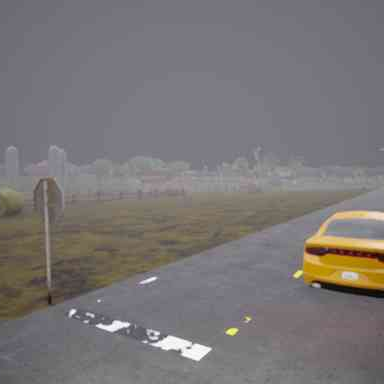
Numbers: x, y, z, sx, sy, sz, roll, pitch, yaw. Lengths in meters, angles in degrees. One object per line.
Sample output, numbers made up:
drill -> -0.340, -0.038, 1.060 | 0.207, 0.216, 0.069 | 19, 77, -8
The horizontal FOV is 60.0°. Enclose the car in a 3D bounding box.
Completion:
car -> 4.036, 1.179, 7.713 | 1.882, 1.535, 5.008 | 1, 2, 33
